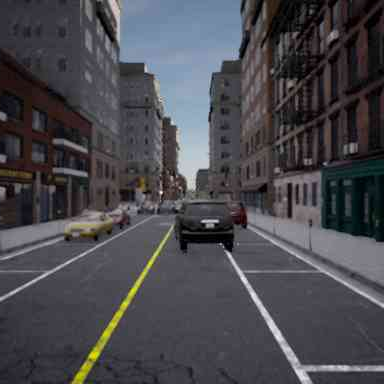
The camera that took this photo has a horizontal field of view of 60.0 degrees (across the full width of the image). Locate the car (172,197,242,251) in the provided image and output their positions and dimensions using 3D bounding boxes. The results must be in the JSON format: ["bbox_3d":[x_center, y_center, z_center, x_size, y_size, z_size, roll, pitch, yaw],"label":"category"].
[{"bbox_3d":[0.418,1.353,14.914,2.150,2.045,5.566,0,0,-5],"label":"car"}]

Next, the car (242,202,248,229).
[{"bbox_3d":[2.658,1.524,23.398,2.192,1.841,5.009,0,-1,0],"label":"car"}]

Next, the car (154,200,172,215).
[{"bbox_3d":[-2.802,1.703,37.993,2.097,1.767,4.553,0,-1,0],"label":"car"}]

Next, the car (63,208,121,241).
[{"bbox_3d":[-5.371,1.683,17.784,1.752,1.417,4.829,0,-1,0],"label":"car"}]

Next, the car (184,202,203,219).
[{"bbox_3d":[0.129,1.819,34.264,1.837,1.490,4.892,0,0,0],"label":"car"}]

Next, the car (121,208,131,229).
[{"bbox_3d":[-5.366,1.791,23.407,1.802,1.307,4.206,0,-1,0],"label":"car"}]

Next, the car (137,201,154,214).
[{"bbox_3d":[-5.351,1.809,39.768,1.967,1.590,4.097,0,-1,0],"label":"car"}]

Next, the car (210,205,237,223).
[{"bbox_3d":[2.664,1.827,28.849,1.947,1.339,4.313,0,-1,0],"label":"car"}]
